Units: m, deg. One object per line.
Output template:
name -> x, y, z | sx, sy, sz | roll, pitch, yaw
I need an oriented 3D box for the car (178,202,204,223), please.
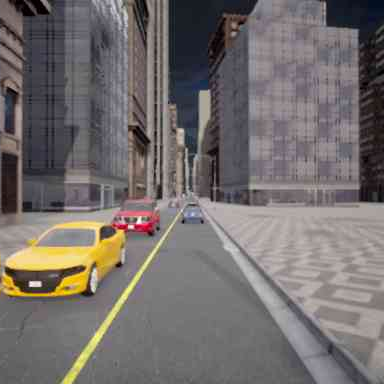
car -> 0.083, 1.840, 28.572 | 2.033, 1.411, 5.357 | 0, -1, 0

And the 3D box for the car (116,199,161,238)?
car -> -3.077, 1.428, 19.593 | 2.150, 2.045, 5.566 | 0, -1, 0

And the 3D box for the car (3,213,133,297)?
car -> -3.100, 1.576, 9.085 | 1.882, 1.535, 5.008 | 0, -1, 0

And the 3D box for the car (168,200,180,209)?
car -> -3.082, 2.070, 57.123 | 1.812, 1.442, 4.674 | 0, 0, 1
